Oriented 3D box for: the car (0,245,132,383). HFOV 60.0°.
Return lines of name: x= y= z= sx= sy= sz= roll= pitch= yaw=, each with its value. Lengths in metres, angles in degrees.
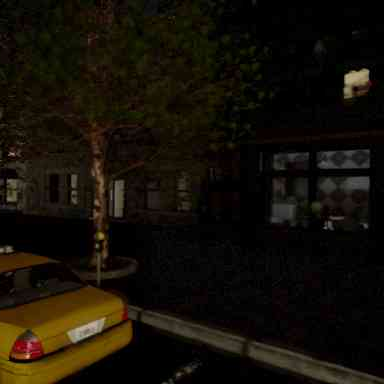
car: x=-3.046 y=1.491 z=5.047 sx=4.829 sy=1.417 sz=1.752 roll=0 pitch=1 yaw=36
